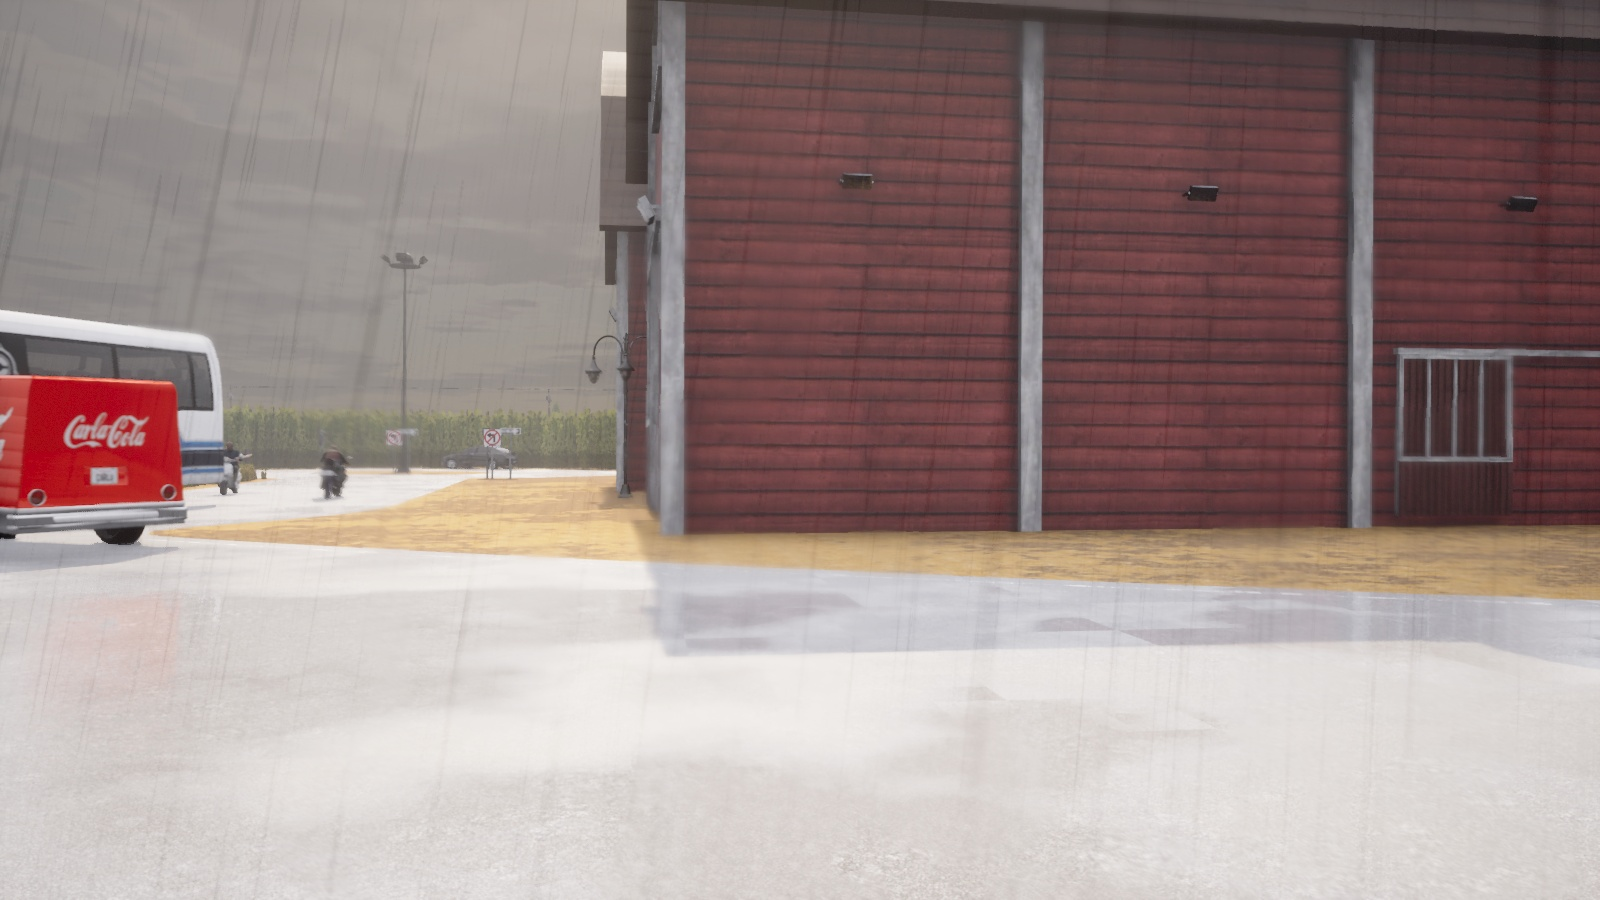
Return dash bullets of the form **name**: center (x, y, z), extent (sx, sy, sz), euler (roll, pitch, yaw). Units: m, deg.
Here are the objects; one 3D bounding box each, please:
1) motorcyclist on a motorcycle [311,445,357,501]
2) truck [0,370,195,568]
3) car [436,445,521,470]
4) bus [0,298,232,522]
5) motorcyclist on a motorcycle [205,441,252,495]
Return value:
- **motorcyclist on a motorcycle**: center (-13.107, 0.632, 35.379), extent (0.866, 1.530, 2.191), euler (0, 0, -11)
- **truck**: center (-11.588, 0.152, 18.081), extent (5.204, 2.467, 2.627), euler (2, 1, 29)
- **car**: center (-20.081, 0.463, 78.432), extent (4.892, 1.490, 1.837), euler (0, 0, 17)
- **bus**: center (-16.776, -0.780, 25.961), extent (3.944, 4.253, 10.273), euler (0, 0, 11)
- **motorcyclist on a motorcycle**: center (-17.170, 0.523, 37.773), extent (0.866, 1.590, 1.817), euler (0, 0, -11)
